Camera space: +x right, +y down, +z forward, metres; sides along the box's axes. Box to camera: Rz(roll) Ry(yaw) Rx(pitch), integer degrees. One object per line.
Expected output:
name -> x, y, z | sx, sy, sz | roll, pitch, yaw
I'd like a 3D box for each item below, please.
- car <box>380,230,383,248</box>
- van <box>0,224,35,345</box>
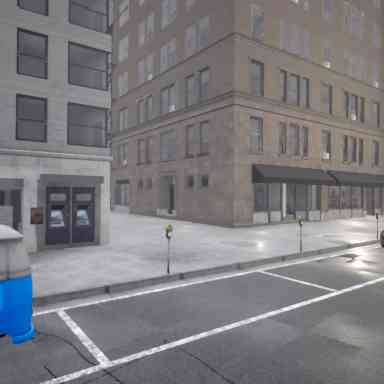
car -> 9.368, 1.584, 13.457 | 4.313, 1.339, 1.947 | 0, 1, -36
van -> -4.009, 1.341, 3.890 | 3.998, 1.788, 1.690 | 0, 1, -36
